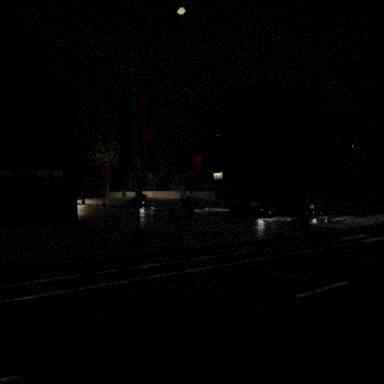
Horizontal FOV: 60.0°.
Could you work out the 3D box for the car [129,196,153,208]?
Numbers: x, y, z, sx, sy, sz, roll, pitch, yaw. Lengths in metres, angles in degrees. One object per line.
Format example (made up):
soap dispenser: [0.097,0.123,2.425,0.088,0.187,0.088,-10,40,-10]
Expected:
car: [-7.420,1.393,47.827,1.837,1.490,4.892,-3,1,-35]

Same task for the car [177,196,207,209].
car: [-0.083,1.275,43.003,2.128,1.511,4.902,-3,2,-35]

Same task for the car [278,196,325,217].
car: [9.437,1.178,29.574,2.097,1.767,4.553,-3,2,-37]

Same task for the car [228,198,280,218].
car: [5.210,1.467,29.850,1.812,1.442,4.674,-3,2,-35]
